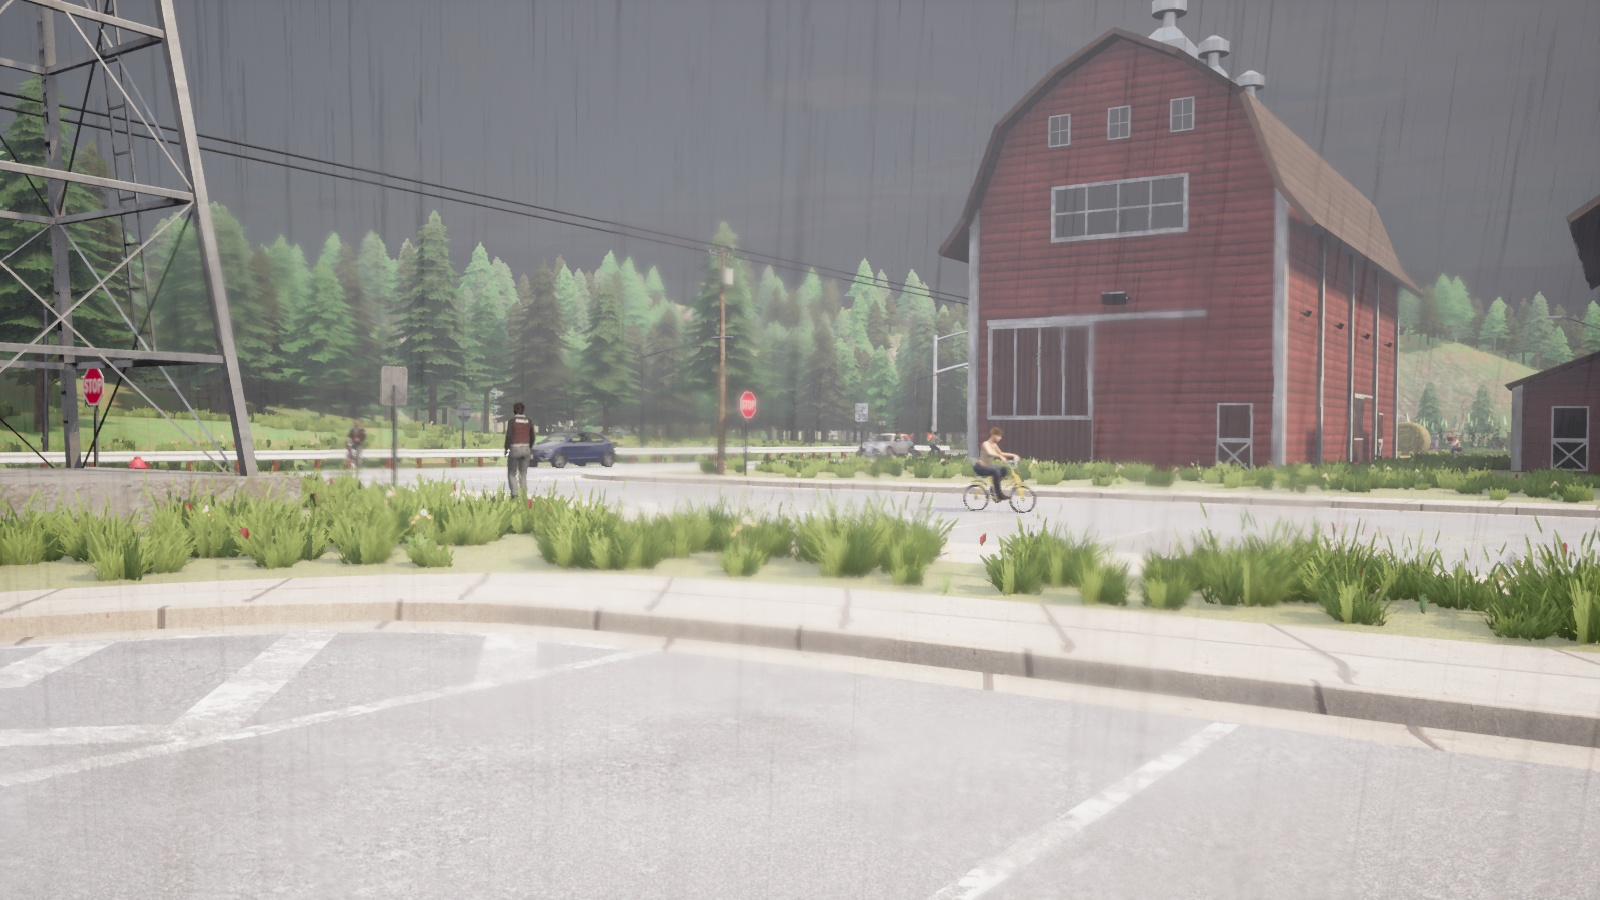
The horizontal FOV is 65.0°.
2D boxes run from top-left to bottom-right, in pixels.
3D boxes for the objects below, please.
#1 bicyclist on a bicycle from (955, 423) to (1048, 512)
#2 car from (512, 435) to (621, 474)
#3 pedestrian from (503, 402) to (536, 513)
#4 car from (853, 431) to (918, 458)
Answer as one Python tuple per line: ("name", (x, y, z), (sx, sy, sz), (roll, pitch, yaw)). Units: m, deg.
("bicyclist on a bicycle", (3.797, 0.311, 23.656), (1.509, 1.612, 0.866), (0, 1, 33))
("car", (-9.219, 0.147, 49.940), (1.816, 1.474, 4.193), (0, 1, 34))
("pedestrian", (-4.971, 0.128, 22.225), (0.402, 1.930, 0.666), (-1, 1, -26))
("car", (4.830, -0.311, 70.634), (1.970, 1.475, 3.806), (0, 1, 34))
